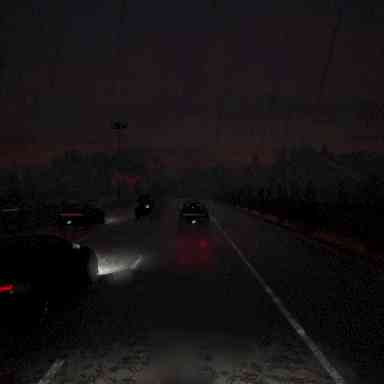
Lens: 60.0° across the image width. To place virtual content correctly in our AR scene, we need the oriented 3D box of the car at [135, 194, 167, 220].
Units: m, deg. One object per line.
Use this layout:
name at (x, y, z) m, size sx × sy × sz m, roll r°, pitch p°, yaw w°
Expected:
car at (-3.391, 1.218, 28.144) m, size 2.150 × 2.045 × 5.566 m, roll 0°, pitch 0°, yaw 0°

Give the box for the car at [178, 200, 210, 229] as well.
car at (0.107, 1.489, 21.342) m, size 2.128 × 1.511 × 4.902 m, roll 0°, pitch 0°, yaw 0°

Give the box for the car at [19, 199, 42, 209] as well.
car at (-21.064, 1.562, 44.089) m, size 1.994 × 1.385 × 4.181 m, roll 0°, pitch 0°, yaw 0°

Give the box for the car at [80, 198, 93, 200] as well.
car at (-14.070, 1.546, 44.131) m, size 2.033 × 1.411 × 5.357 m, roll 0°, pitch 0°, yaw 0°

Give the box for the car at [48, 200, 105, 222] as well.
car at (-6.894, 1.489, 21.107) m, size 2.128 × 1.511 × 4.902 m, roll 0°, pitch 0°, yaw 0°

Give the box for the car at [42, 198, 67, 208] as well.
car at (-17.567, 1.524, 43.974) m, size 1.812 × 1.442 × 4.674 m, roll 0°, pitch 0°, yaw 0°

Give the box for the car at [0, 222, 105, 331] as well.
car at (-3.396, 1.563, 6.853) m, size 1.994 × 1.385 × 4.181 m, roll 0°, pitch 0°, yaw 0°
